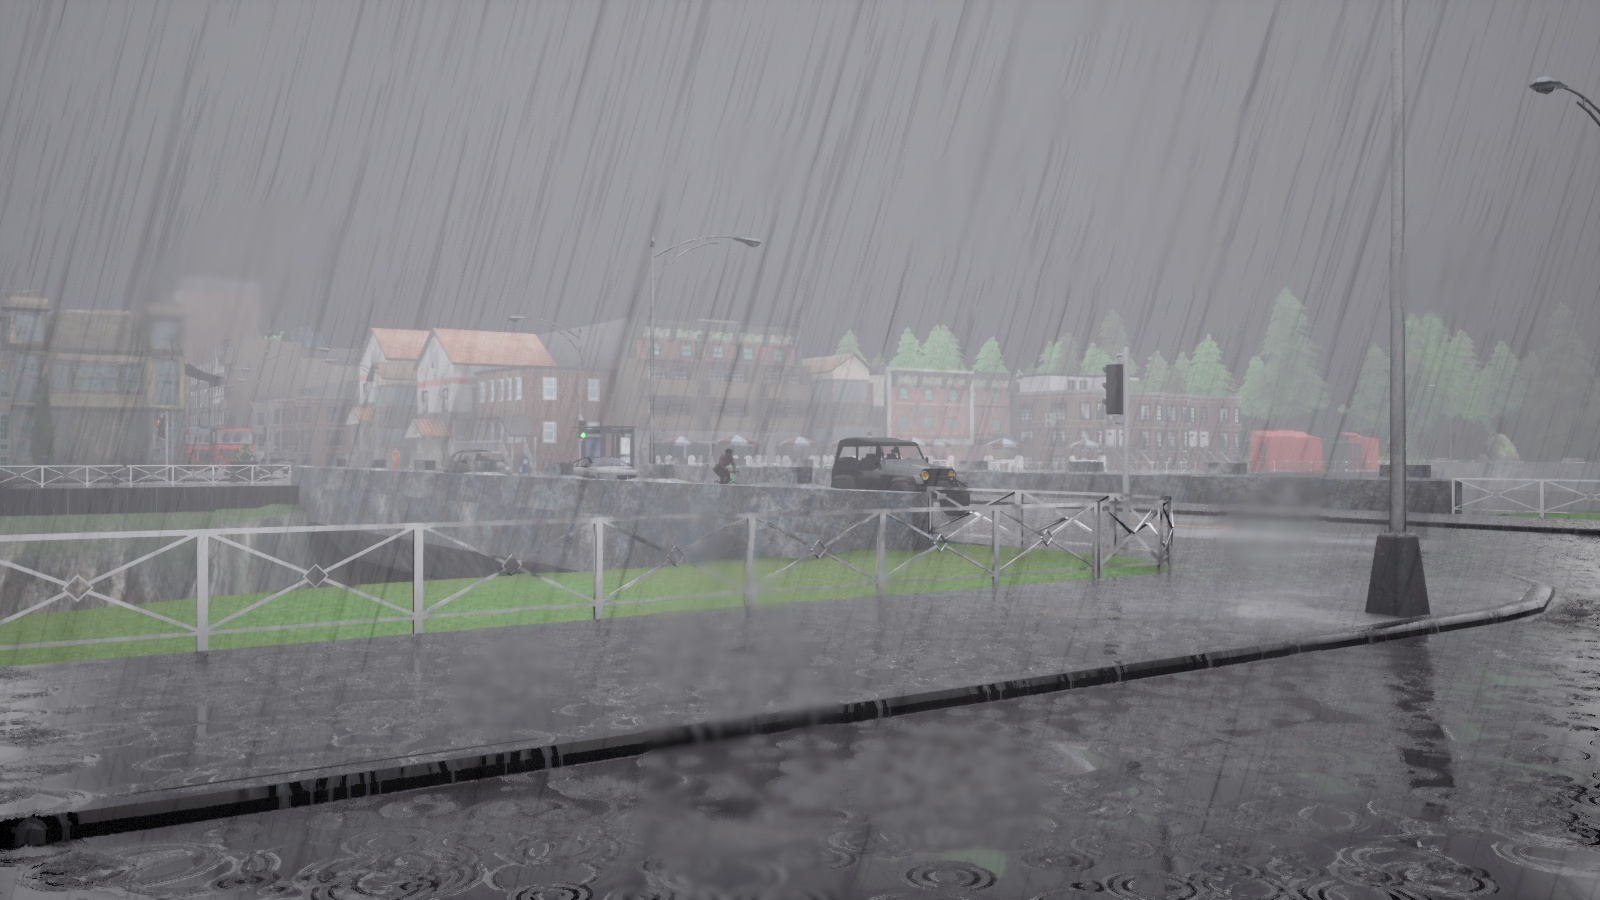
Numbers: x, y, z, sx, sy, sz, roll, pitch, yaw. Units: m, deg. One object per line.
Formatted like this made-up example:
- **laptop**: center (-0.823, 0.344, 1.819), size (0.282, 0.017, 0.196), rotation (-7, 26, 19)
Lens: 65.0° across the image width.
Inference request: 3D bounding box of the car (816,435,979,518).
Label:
- **car**: center (2.291, 0.610, 30.450), size (1.905, 1.878, 3.866), rotation (0, 0, -35)

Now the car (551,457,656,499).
- **car**: center (-6.855, 0.930, 43.584), size (1.994, 1.385, 4.181), rotation (0, 0, -34)

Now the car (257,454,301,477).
- **car**: center (-34.641, 1.036, 83.433), size (1.816, 1.474, 4.193), rotation (0, 0, -35)

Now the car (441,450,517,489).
- **car**: center (-13.657, 0.802, 53.349), size (1.851, 1.617, 3.988), rotation (0, 0, -35)
